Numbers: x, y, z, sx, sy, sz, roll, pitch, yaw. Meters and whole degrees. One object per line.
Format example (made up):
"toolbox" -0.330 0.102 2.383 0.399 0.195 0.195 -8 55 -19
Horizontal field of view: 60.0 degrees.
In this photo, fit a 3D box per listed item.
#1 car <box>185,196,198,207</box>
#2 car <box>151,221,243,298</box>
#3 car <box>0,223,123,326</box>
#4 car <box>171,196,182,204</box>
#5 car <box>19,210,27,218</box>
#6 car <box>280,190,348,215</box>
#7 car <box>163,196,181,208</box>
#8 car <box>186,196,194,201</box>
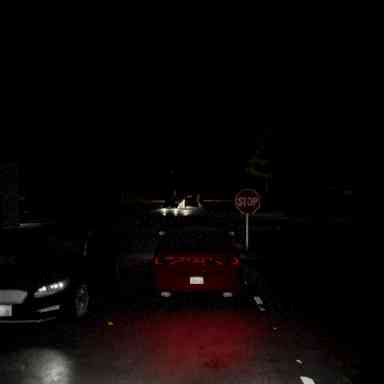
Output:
"car" -0.108 1.580 51.276 1.994 1.385 4.181 0 0 -1
"car" 0.123 1.475 8.600 1.882 1.535 5.008 0 0 1
"car" -2.835 1.489 7.360 2.128 1.511 4.902 0 0 0
"car" -3.132 1.608 68.015 1.994 1.385 4.181 0 0 0
"car" -16.985 1.871 28.690 4.718 1.301 1.895 -1 1 0
"car" 10.595 0.899 29.091 5.566 2.045 2.150 -1 1 5
"car" -3.026 1.365 47.535 2.097 1.767 4.553 0 0 -1
"car" -0.513 1.650 87.729 1.994 1.385 4.181 0 0 0
